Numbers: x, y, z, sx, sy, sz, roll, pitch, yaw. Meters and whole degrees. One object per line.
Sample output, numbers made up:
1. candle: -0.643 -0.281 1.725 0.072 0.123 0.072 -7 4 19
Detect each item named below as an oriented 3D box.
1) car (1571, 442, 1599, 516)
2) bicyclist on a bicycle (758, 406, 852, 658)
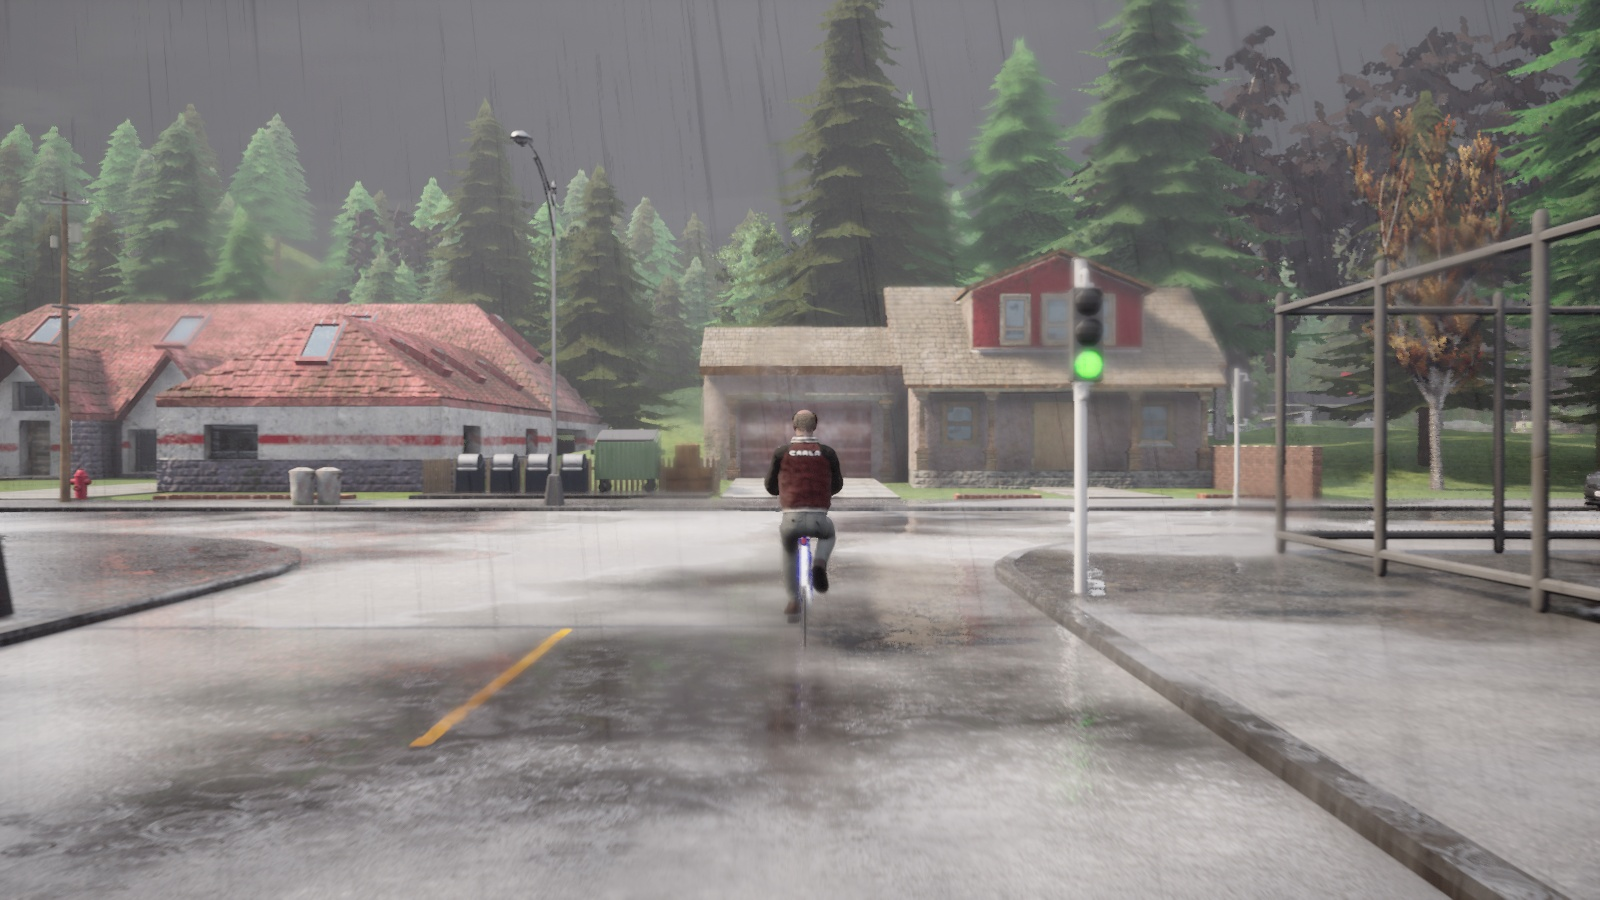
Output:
1. car: 18.761 0.596 25.888 4.514 1.525 2.007 0 0 0
2. bicyclist on a bicycle: 0.041 0.575 9.788 0.659 1.776 1.843 0 0 0
